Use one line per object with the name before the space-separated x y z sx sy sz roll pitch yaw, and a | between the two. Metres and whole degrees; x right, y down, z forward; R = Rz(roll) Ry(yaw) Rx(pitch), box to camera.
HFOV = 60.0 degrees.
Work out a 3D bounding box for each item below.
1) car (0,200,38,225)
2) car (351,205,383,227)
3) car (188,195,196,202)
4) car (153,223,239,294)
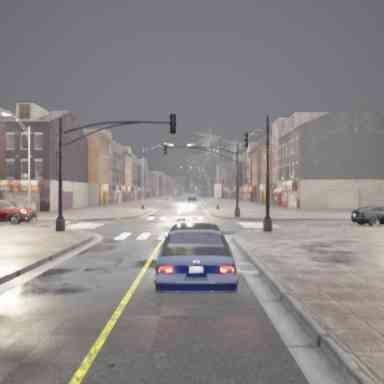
car | -13.466 1.367 23.640 4.553 1.767 2.097 0 0 -1
car | 12.356 1.494 21.034 4.313 1.339 1.947 0 0 0
car | 0.020 1.451 75.854 1.882 1.535 5.008 0 0 0
car | 0.083 1.537 8.920 2.033 1.411 5.357 0 0 0
